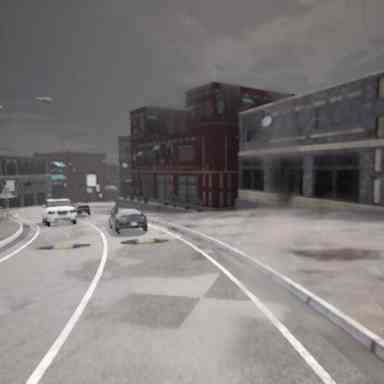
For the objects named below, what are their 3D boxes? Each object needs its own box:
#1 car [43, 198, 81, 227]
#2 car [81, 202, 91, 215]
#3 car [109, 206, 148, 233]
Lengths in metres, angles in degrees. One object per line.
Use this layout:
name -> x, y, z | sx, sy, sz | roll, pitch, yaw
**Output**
car -> -10.723, 1.545, 26.784 | 2.150, 2.045, 5.566 | -3, 0, -27
car -> -12.587, 1.835, 36.606 | 1.837, 1.490, 4.892 | -3, 1, -32
car -> -3.976, 1.605, 20.412 | 1.812, 1.442, 4.674 | -2, 0, -20
